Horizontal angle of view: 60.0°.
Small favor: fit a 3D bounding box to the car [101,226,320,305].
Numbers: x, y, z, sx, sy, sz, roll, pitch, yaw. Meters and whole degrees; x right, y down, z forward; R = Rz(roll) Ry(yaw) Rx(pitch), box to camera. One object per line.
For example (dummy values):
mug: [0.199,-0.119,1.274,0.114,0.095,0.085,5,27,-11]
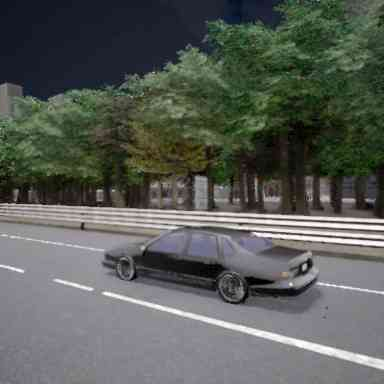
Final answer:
car: [0.190,1.550,8.091,5.357,1.411,2.033,0,0,35]
